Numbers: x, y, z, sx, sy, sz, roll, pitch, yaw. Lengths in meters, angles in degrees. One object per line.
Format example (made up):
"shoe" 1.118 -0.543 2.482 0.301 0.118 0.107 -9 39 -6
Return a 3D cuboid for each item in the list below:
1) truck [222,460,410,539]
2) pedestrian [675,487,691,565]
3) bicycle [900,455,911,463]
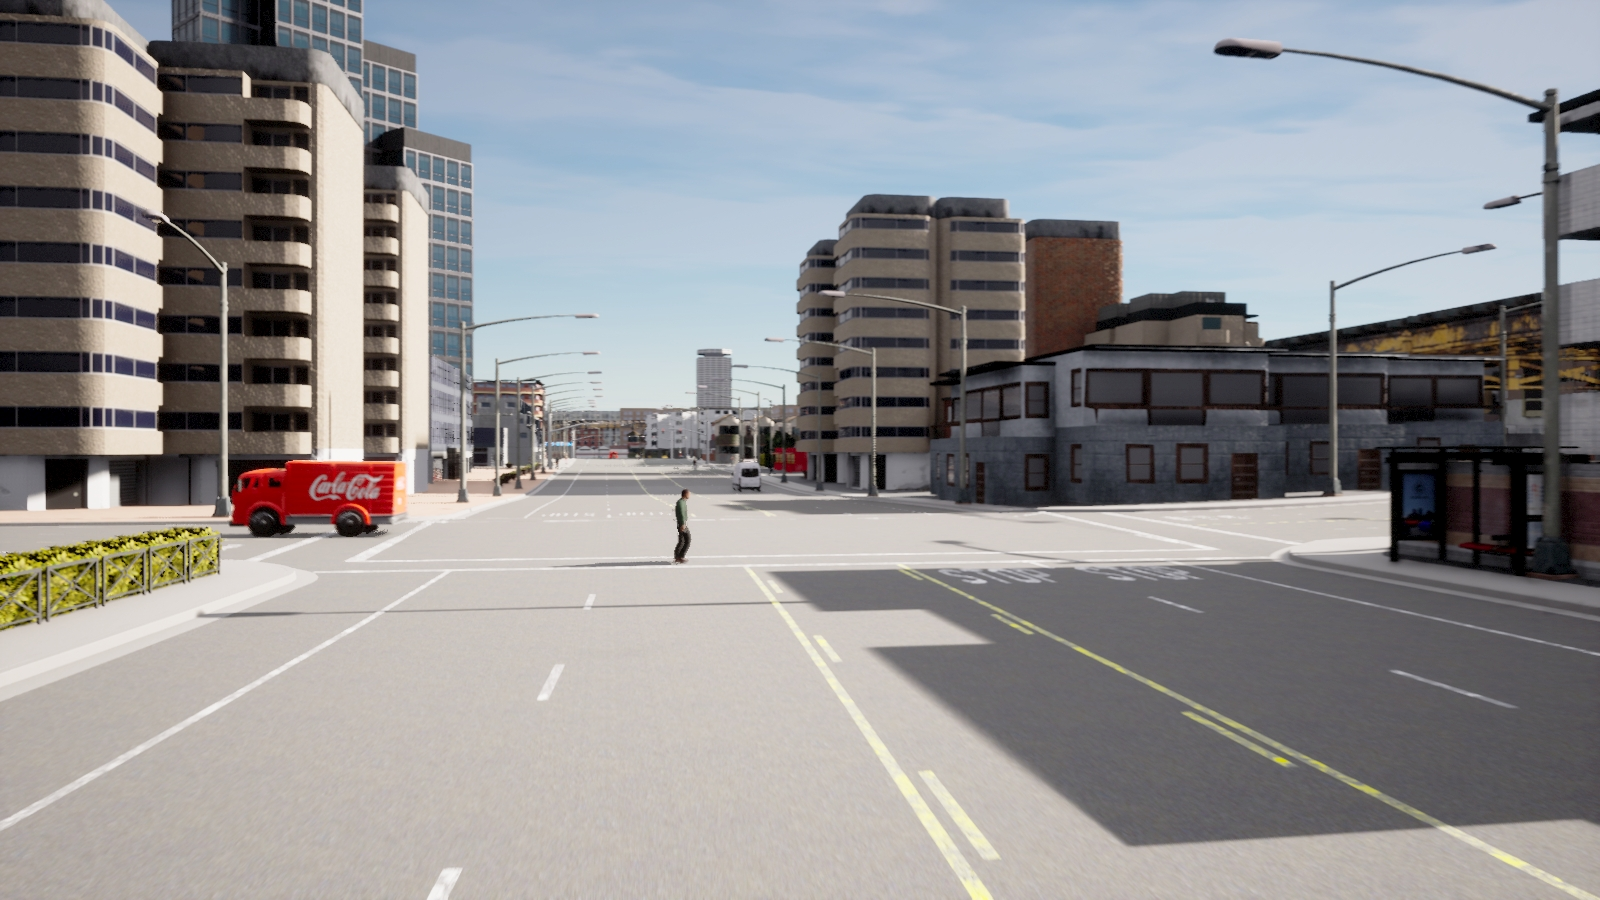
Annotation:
"truck" -15.813 1.582 37.653 5.204 2.467 2.627 0 0 -8
"pedestrian" -2.863 1.851 27.939 0.375 1.860 0.375 0 0 -8
"bicycle" 16.485 1.402 178.330 1.487 1.301 0.859 -2 0 -38
